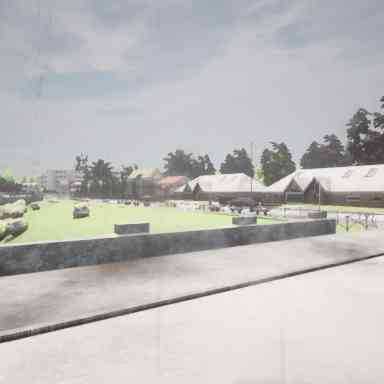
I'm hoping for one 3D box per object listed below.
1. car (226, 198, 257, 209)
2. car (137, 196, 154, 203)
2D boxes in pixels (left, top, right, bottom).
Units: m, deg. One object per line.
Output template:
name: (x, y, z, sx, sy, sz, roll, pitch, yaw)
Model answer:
car: (6.720, 1.491, 45.420, 2.128, 1.511, 4.902, 0, 0, -35)
car: (-9.575, 1.503, 68.330, 1.837, 1.490, 4.892, 0, 0, -35)
